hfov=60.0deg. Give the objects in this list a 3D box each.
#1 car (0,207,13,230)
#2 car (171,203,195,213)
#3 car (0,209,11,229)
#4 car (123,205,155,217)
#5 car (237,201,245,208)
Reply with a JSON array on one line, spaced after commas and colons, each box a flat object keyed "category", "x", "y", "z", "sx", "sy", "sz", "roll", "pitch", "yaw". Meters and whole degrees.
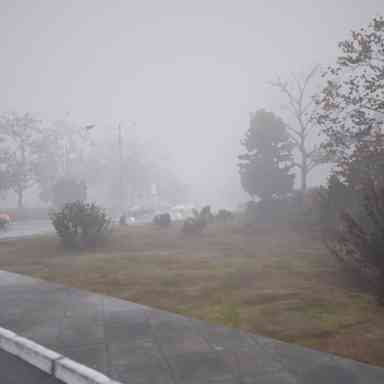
[{"category": "car", "x": -16.907, "y": 2.162, "z": 26.071, "sx": 2.097, "sy": 1.767, "sz": 4.553, "roll": -3, "pitch": -2, "yaw": 33}, {"category": "car", "x": -1.329, "y": 2.455, "z": 50.502, "sx": 1.812, "sy": 1.442, "sz": 4.674, "roll": -3, "pitch": -2, "yaw": 33}, {"category": "car", "x": -15.385, "y": 1.869, "z": 21.785, "sx": 2.150, "sy": 2.045, "sz": 5.566, "roll": -3, "pitch": -2, "yaw": 34}, {"category": "car", "x": -6.624, "y": 2.392, "z": 42.087, "sx": 1.812, "sy": 1.442, "sz": 4.674, "roll": -3, "pitch": -2, "yaw": 32}, {"category": "car", "x": 10.007, "y": 2.380, "z": 61.617, "sx": 1.882, "sy": 1.535, "sz": 5.008, "roll": -3, "pitch": -2, "yaw": 33}]
